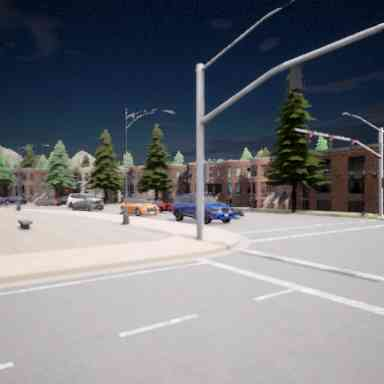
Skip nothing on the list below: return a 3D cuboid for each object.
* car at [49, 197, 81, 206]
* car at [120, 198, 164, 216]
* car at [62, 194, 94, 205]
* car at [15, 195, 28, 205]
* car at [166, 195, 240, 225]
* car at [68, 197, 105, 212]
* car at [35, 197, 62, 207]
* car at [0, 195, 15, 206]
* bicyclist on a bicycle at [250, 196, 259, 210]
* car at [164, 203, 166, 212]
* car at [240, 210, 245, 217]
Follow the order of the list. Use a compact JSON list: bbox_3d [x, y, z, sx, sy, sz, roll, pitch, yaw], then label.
[{"bbox_3d":[-21.314,1.532,55.870,4.892,1.490,1.837,0,0,18],"label":"car"},{"bbox_3d":[-5.165,1.378,32.735,2.097,1.767,4.553,0,0,-40],"label":"car"},{"bbox_3d":[-14.575,1.246,45.384,5.566,2.045,2.150,0,0,30],"label":"car"},{"bbox_3d":[-31.130,1.368,57.822,4.553,1.767,2.097,0,0,7],"label":"car"},{"bbox_3d":[0.701,1.248,25.079,2.150,2.045,5.566,0,0,-37],"label":"car"},{"bbox_3d":[-12.375,1.587,39.619,4.181,1.385,1.994,0,0,35],"label":"car"},{"bbox_3d":[-22.667,1.586,52.641,4.181,1.385,1.994,0,0,18],"label":"car"},{"bbox_3d":[-32.399,1.516,54.531,4.892,1.490,1.837,0,0,5],"label":"car"},{"bbox_3d":[7.561,1.354,40.358,1.656,1.620,0.582,0,0,-37],"label":"bicyclist on a bicycle"},{"bbox_3d":[-3.816,1.632,36.598,1.895,1.301,4.718,0,0,-43],"label":"car"},{"bbox_3d":[2.147,1.580,29.084,2.033,1.411,5.357,0,0,-36],"label":"car"}]
